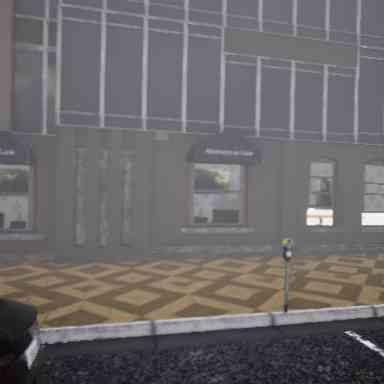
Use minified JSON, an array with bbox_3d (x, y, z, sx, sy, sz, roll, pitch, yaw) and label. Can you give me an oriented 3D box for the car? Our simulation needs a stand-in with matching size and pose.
[{"bbox_3d":[-3.502,1.479,2.619,4.313,1.339,1.947,1,1,-13],"label":"car"}]
